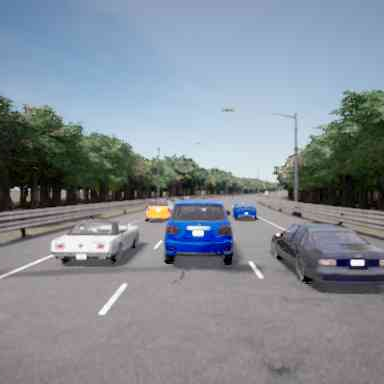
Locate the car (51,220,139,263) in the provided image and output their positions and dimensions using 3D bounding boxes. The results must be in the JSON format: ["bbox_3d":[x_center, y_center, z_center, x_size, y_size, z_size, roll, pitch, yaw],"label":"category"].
[{"bbox_3d":[-3.221,1.657,12.157,1.895,1.301,4.718,0,0,2],"label":"car"}]

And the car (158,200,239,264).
[{"bbox_3d":[0.283,1.282,12.241,2.150,2.045,5.566,0,0,2],"label":"car"}]

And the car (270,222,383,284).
[{"bbox_3d":[3.696,1.599,9.767,2.033,1.411,5.357,0,0,2],"label":"car"}]

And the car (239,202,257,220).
[{"bbox_3d":[4.621,1.611,29.695,1.882,1.535,5.008,0,0,4],"label":"car"}]

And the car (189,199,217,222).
[{"bbox_3d":[1.000,1.475,28.048,2.097,1.767,4.553,0,0,4],"label":"car"}]

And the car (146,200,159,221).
[{"bbox_3d":[-2.496,1.472,28.204,2.097,1.767,4.553,0,0,4],"label":"car"}]
